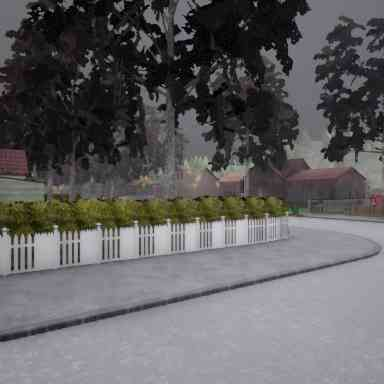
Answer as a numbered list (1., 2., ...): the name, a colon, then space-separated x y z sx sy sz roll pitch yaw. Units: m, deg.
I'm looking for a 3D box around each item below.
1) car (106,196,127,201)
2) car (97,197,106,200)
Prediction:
1. car: -9.938 1.352 46.960 2.097 1.767 4.553 0 0 -35
2. car: -17.268 1.564 64.447 1.994 1.385 4.181 0 0 -36
